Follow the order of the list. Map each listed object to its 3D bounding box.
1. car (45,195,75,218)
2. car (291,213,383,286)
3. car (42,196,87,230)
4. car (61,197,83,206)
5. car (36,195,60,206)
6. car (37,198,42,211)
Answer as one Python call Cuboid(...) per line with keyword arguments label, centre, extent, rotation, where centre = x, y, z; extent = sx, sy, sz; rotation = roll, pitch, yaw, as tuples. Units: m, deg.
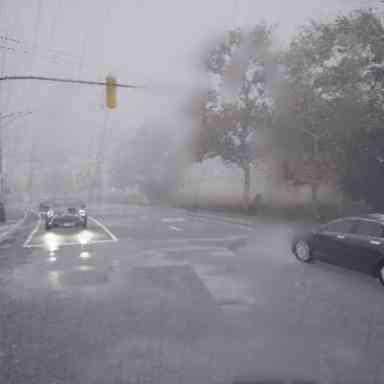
Cuboid(label="car", centre=(-11.491, 1.149, 28.782), extent=(2.097, 1.767, 4.553), rotation=(-1, 0, -26))
Cuboid(label="car", centre=(4.485, 1.305, 8.398), extent=(1.837, 1.490, 4.892), rotation=(-1, 1, -19))
Cuboid(label="car", centre=(-7.435, 1.133, 19.542), extent=(2.097, 1.767, 4.553), rotation=(-1, 0, -23))
Cuboid(label="car", centre=(-20.275, 1.561, 56.052), extent=(1.895, 1.301, 4.718), rotation=(-1, 0, -41))
Cuboid(label="car", centre=(-23.708, 1.392, 54.689), extent=(2.097, 1.767, 4.553), rotation=(-1, 0, -44))
Cuboid(label="car", centre=(-16.376, 1.441, 38.212), extent=(2.033, 1.411, 5.357), rotation=(-1, 0, -29))
